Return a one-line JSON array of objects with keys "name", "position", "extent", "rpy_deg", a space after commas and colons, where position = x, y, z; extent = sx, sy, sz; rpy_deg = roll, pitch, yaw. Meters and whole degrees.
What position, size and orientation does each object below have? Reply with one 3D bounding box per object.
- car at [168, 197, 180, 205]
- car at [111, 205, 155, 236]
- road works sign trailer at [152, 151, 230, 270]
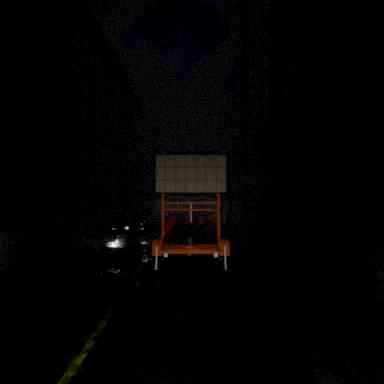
[{"name": "car", "position": [-3.272, 1.585, 60.750], "extent": [1.895, 1.301, 4.718], "rpy_deg": [0, 0, 0]}, {"name": "car", "position": [-3.161, 1.502, 18.543], "extent": [1.837, 1.490, 4.892], "rpy_deg": [0, 0, 0]}, {"name": "road works sign trailer", "position": [-0.034, 0.463, 10.987], "extent": [2.380, 3.560, 2.880], "rpy_deg": [0, 0, 0]}]
